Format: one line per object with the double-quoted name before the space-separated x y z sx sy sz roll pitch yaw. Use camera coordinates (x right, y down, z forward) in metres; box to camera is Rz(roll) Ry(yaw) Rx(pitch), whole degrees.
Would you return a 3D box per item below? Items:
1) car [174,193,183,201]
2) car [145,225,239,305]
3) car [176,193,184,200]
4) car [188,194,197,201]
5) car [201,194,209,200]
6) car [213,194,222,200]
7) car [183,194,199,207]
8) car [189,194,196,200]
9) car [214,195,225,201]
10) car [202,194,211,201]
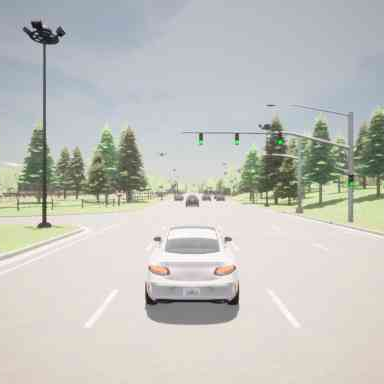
"car" -3.392 1.543 82.860 1.994 1.385 4.181 0 0 0
"car" 0.017 1.526 7.956 1.812 1.442 4.674 0 0 0
"car" -3.379 1.187 92.866 2.097 1.767 4.553 0 0 0
"car" 0.108 1.347 82.858 2.097 1.767 4.553 0 0 0
"car" 3.621 1.372 92.887 2.033 1.411 5.357 0 0 0
"car" 7.121 1.384 92.883 1.994 1.385 4.181 0 0 0
"car" 0.068 1.352 51.829 2.097 1.767 4.553 0 0 0
"car" 0.121 1.332 92.892 1.837 1.490 4.892 0 0 0
"car" 7.108 1.516 82.463 2.128 1.511 4.902 0 0 0
"car" 3.608 1.347 82.854 2.097 1.767 4.553 0 0 0
